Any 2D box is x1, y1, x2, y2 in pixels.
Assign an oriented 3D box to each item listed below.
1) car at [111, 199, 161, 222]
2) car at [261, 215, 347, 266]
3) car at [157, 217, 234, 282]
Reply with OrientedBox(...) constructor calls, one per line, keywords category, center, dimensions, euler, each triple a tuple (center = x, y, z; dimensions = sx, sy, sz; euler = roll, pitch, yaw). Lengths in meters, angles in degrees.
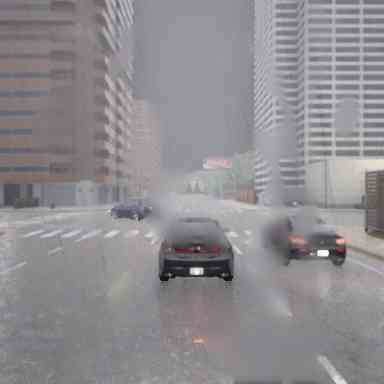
OrientedBox(category="car", center=(-4.453, 1.305, 26.032), dimensions=(2.097, 1.767, 4.553), euler=(0, 0, -43))
OrientedBox(category="car", center=(3.633, 1.520, 11.435), dimensions=(1.812, 1.442, 4.674), euler=(0, 0, 1))
OrientedBox(category="car", center=(0.103, 1.500, 9.755), dimensions=(1.837, 1.490, 4.892), euler=(0, 0, 0))
